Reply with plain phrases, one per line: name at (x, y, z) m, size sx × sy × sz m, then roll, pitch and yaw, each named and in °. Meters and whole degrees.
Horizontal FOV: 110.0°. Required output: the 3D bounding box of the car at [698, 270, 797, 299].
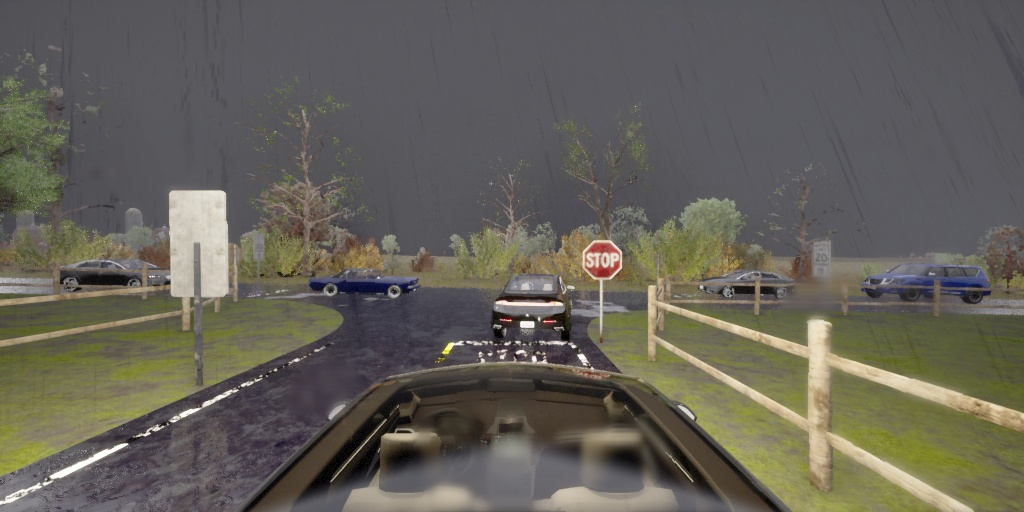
car at (13.007, 1.525, 19.950) m, size 4.902 × 1.511 × 2.128 m, roll 1°, pitch 1°, yaw 0°

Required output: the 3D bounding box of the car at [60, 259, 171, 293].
car at (-18.487, 0.885, 17.044) m, size 4.902 × 1.511 × 2.128 m, roll 1°, pitch 1°, yaw 0°

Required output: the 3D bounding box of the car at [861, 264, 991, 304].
car at (22.903, 1.466, 19.937) m, size 5.566 × 2.045 × 2.150 m, roll 1°, pitch 1°, yaw 0°

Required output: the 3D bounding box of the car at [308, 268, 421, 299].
car at (-6.819, 1.248, 17.026) m, size 4.718 × 1.301 × 1.895 m, roll 1°, pitch 1°, yaw 0°

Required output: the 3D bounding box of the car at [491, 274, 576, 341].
car at (0.708, 1.240, 9.993) m, size 2.128 × 1.511 × 4.902 m, roll 0°, pitch 0°, yaw 9°
